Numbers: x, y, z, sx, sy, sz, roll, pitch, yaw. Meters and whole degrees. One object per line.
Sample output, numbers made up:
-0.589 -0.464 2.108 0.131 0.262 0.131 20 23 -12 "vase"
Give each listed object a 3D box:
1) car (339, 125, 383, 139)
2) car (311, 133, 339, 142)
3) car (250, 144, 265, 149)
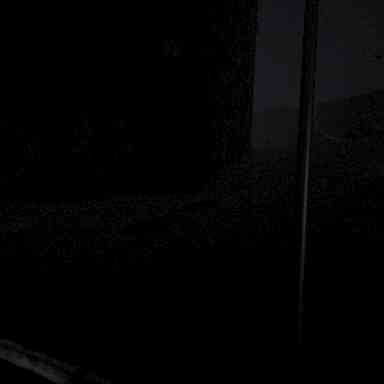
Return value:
15.995 -5.090 29.547 2.185 1.767 4.553 1 2 -29 "car"
13.302 -5.305 34.361 2.185 1.767 4.553 1 2 -29 "car"
7.922 -5.596 43.972 2.231 1.521 4.892 1 2 -29 "car"
